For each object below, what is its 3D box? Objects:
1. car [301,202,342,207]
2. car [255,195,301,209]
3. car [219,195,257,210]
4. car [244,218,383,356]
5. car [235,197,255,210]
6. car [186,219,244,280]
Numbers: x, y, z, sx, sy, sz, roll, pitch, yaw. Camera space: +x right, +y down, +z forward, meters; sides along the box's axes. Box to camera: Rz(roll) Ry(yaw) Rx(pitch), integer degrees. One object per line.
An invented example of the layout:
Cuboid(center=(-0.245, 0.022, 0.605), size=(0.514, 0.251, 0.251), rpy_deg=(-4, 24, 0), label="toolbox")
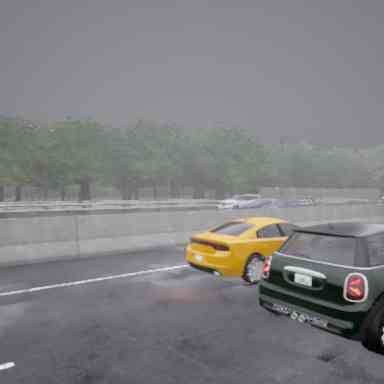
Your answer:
Cuboid(center=(12.200, 1.634, 29.853), size=(4.181, 1.385, 1.994), rpy_deg=(0, 0, -35), label="car")
Cuboid(center=(8.590, 1.418, 31.590), size=(4.553, 1.767, 2.097), rpy_deg=(0, 0, -35), label="car")
Cuboid(center=(5.683, 1.305, 38.102), size=(5.566, 2.045, 2.150), rpy_deg=(1, -1, -35), label="car")
Cuboid(center=(3.430, 1.359, 6.321), size=(4.553, 1.767, 2.097), rpy_deg=(0, 0, -35), label="car")
Cuboid(center=(7.288, 1.551, 34.954), size=(5.008, 1.535, 1.882), rpy_deg=(0, 0, -35), label="car")
Cuboid(center=(2.188, 1.491, 9.734), size=(5.008, 1.535, 1.882), rpy_deg=(0, 0, -35), label="car")
